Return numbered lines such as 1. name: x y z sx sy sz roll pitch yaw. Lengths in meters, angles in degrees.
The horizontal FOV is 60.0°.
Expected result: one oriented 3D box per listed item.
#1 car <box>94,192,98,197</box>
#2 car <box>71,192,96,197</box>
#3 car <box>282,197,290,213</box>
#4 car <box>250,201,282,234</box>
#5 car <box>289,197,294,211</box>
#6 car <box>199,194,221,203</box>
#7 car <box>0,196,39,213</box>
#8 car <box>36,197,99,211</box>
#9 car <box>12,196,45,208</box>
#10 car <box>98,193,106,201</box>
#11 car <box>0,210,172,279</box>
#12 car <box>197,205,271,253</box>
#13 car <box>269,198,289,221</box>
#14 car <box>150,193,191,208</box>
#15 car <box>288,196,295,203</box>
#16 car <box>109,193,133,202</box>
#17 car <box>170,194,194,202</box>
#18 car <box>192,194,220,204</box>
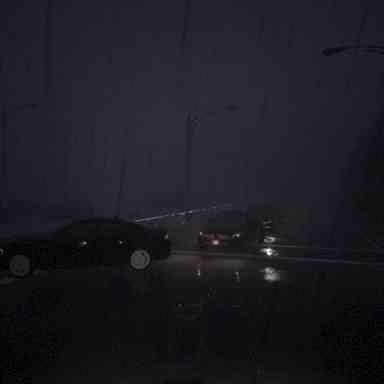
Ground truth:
1. car: -21.896 1.298 67.982 3.806 1.475 1.970 0 0 18
2. car: -18.496 1.248 53.734 4.514 1.523 2.007 0 0 18
3. car: 7.728 1.486 30.528 1.837 1.490 4.892 0 0 19
4. car: 3.947 1.490 19.316 1.837 1.490 4.892 0 0 19
5. car: 9.764 1.543 36.568 1.994 1.385 4.181 0 0 19
6. car: 3.367 1.201 62.977 3.806 1.475 1.970 0 0 18
7. car: -15.134 1.356 29.404 3.806 1.475 1.970 0 0 18
8. car: -9.052 1.356 24.212 3.633 1.501 1.845 0 0 18
9. car: -21.725 1.273 44.277 3.633 1.501 1.845 0 0 18
10. car: -20.256 1.013 70.938 3.866 1.878 1.905 0 0 18
11. car: -3.111 1.475 9.891 5.008 1.535 1.882 0 0 -17
12. car: 1.804 1.514 13.906 1.812 1.442 4.674 0 0 24
13. car: 5.854 1.474 24.963 2.128 1.511 4.902 0 0 19
14. car: -2.992 1.074 41.781 4.605 1.855 1.932 0 0 18
15. car: 11.631 1.479 42.120 1.837 1.490 4.892 0 1 19
16. car: -13.848 1.045 65.313 4.605 1.855 1.932 0 0 18
17. car: -2.145 1.257 68.698 4.514 1.523 2.007 0 0 18
18. car: 1.626 1.125 56.792 5.027 1.636 2.152 0 0 18
